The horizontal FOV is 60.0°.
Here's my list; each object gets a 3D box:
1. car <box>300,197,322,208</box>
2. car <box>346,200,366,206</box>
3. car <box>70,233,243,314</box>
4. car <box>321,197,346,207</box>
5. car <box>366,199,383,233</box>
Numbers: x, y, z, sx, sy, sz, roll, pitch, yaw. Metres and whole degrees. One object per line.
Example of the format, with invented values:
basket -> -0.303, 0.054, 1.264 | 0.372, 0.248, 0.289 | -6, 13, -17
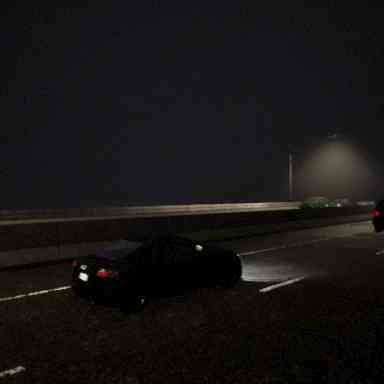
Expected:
car -> 18.056, 1.774, 48.642 | 5.566, 2.045, 2.150 | 1, -1, -42
car -> 22.434, 1.943, 43.167 | 4.902, 1.511, 2.128 | 1, -1, -42
car -> -0.682, 1.680, 8.017 | 4.181, 1.385, 1.994 | 0, -1, -42
car -> 20.328, 1.851, 45.981 | 4.553, 1.767, 2.097 | 0, -1, -42
car -> 13.053, 1.425, 20.409 | 5.566, 2.045, 2.150 | 0, -1, -42
